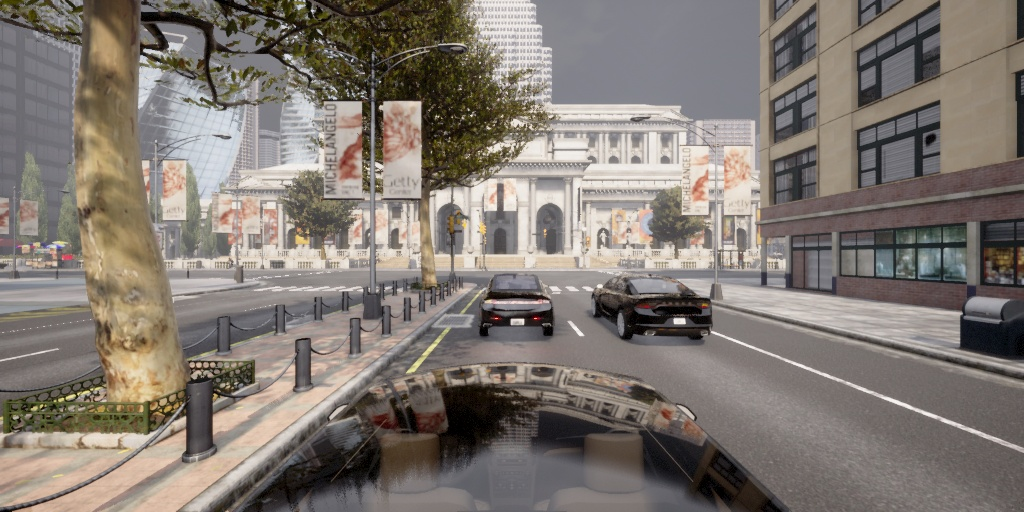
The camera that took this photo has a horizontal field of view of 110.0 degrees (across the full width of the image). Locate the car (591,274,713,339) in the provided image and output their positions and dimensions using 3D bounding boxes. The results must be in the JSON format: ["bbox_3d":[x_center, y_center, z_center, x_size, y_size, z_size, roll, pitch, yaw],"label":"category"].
[{"bbox_3d":[3.565,1.228,10.065,1.882,1.535,5.008,0,0,0],"label":"car"}]

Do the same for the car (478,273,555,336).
[{"bbox_3d":[0.080,1.242,10.332,2.128,1.511,4.902,0,0,-1],"label":"car"}]
